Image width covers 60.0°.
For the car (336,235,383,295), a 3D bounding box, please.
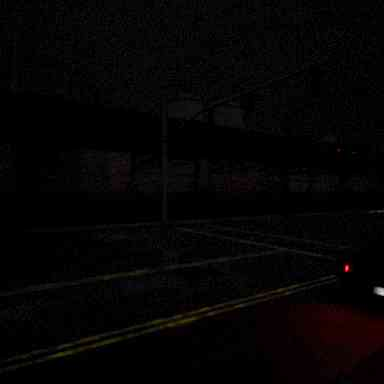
[{"bbox_3d":[5.432,1.613,7.626,4.718,1.301,1.895,0,0,-35],"label":"car"}]
